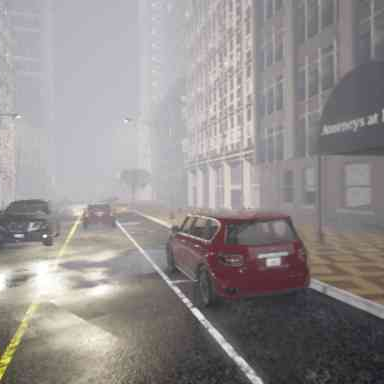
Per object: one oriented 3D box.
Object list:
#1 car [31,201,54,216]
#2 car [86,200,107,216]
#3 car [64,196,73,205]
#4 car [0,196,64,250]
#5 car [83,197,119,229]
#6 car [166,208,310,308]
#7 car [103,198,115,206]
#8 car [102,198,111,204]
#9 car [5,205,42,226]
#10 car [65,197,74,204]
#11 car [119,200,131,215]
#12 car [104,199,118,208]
[{"bbox_3d":[-17.033,1.873,38.175,1.752,1.417,4.829,-2,0,-17],"label":"car"},{"bbox_3d":[-10.880,1.730,37.849,2.128,1.511,4.902,-1,0,-17],"label":"car"},{"bbox_3d":[-26.877,1.836,70.947,2.192,1.841,5.009,-2,0,-17],"label":"car"},{"bbox_3d":[-7.571,1.383,15.700,2.150,2.045,5.566,-1,0,-17],"label":"car"},{"bbox_3d":[-6.590,1.503,23.545,2.097,1.767,4.553,-1,0,-17],"label":"car"},{"bbox_3d":[0.739,1.315,8.084,2.192,1.841,5.009,-2,0,-17],"label":"car"},{"bbox_3d":[-15.567,1.869,62.439,1.887,1.381,4.507,-2,0,-17],"label":"car"},{"bbox_3d":[-18.828,1.959,73.309,1.802,1.307,4.206,-2,0,-17],"label":"car"},{"bbox_3d":[-13.818,1.850,27.469,1.947,1.339,4.313,-2,0,-17],"label":"car"},{"bbox_3d":[-30.083,2.094,81.655,1.752,1.417,4.829,-2,0,-17],"label":"car"},{"bbox_3d":[-7.459,1.699,35.424,1.752,1.417,4.829,-2,0,-17],"label":"car"},{"bbox_3d":[-13.934,1.862,57.001,1.947,1.339,4.313,-2,0,-17],"label":"car"}]
